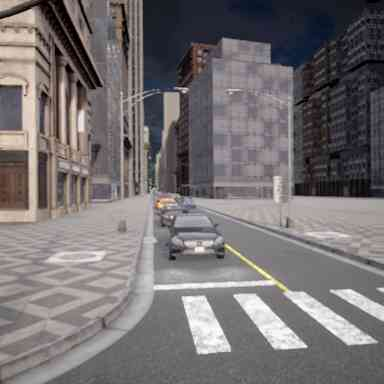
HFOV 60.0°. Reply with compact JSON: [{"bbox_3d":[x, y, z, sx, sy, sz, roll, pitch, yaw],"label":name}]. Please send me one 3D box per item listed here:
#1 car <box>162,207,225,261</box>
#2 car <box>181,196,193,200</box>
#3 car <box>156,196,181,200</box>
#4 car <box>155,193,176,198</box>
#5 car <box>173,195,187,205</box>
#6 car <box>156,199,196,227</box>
[{"bbox_3d":[-0.029,1.515,12.553,1.812,1.442,4.674,0,0,-7],"label":"car"},{"bbox_3d":[-0.631,1.461,44.951,2.033,1.411,5.357,0,0,-6],"label":"car"},{"bbox_3d":[-2.419,1.436,32.823,1.882,1.535,5.008,0,0,-6],"label":"car"},{"bbox_3d":[-3.588,1.160,43.149,2.150,2.045,5.566,0,0,-6],"label":"car"},{"bbox_3d":[-2.181,1.370,58.124,2.128,1.511,4.902,0,0,-7],"label":"car"},{"bbox_3d":[-1.224,1.466,22.572,2.128,1.511,4.902,0,0,-7],"label":"car"}]
